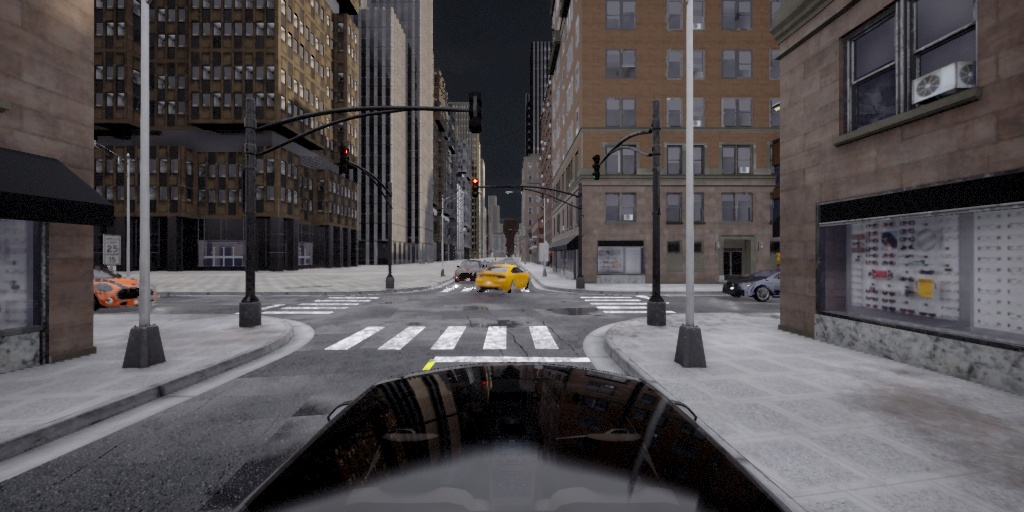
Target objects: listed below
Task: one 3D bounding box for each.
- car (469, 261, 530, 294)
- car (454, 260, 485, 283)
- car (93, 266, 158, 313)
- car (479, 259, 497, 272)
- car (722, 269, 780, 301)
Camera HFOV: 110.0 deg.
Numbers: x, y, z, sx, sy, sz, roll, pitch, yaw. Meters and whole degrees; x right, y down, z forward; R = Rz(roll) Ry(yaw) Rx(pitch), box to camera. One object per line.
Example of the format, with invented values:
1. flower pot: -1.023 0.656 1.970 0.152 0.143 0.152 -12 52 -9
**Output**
1. car: -0.387 1.229 20.630 1.882 1.535 5.008 2 1 19
2. car: -3.159 1.103 27.816 2.097 1.767 4.553 0 0 0
3. car: -16.065 1.107 13.249 4.553 1.767 2.097 0 0 -1
4. car: -3.189 1.242 48.493 2.128 1.511 4.902 0 0 0
5. car: 12.219 1.313 16.687 4.181 1.385 1.994 0 0 -1
